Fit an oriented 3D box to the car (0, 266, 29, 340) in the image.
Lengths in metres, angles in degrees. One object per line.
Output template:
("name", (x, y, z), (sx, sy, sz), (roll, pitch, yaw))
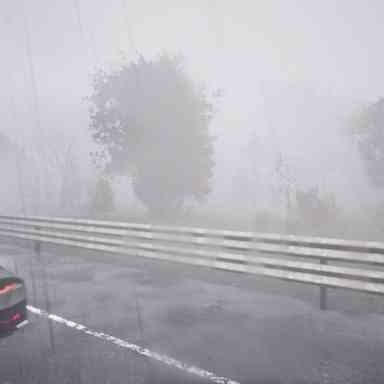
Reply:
("car", (-4.533, 1.490, 5.263), (4.902, 1.511, 2.128), (0, 0, 36))
